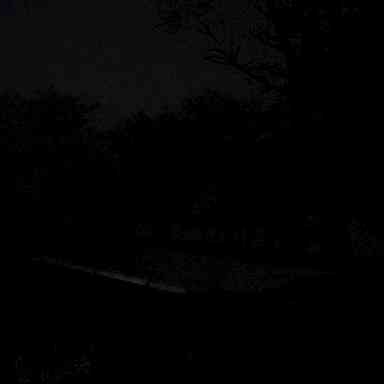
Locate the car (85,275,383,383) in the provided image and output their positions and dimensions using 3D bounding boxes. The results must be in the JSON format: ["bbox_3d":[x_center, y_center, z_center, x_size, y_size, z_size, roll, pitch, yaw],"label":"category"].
[{"bbox_3d":[1.369,1.513,2.822,5.357,1.411,2.033,-1,0,38],"label":"car"}]
